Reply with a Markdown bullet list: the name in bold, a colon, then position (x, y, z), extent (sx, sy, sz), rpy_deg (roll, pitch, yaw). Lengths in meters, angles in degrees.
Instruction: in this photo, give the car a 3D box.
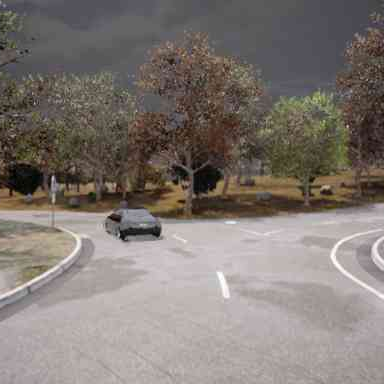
- **car**: position (-3.049, 1.416, 16.558), extent (1.994, 1.385, 4.181), rpy_deg (0, 0, -26)
